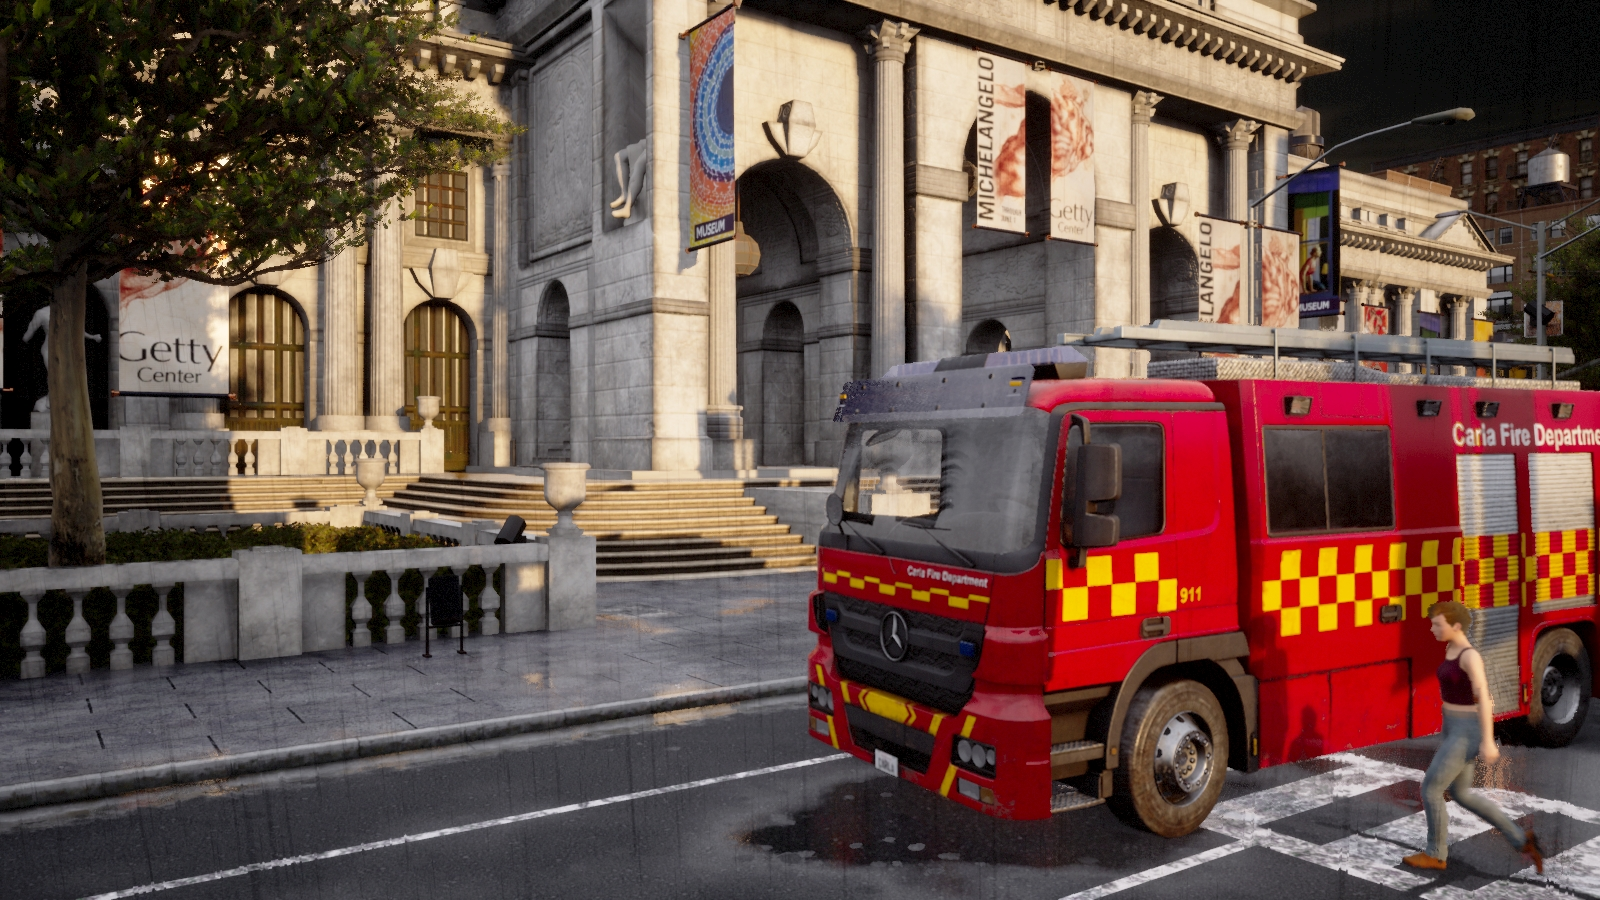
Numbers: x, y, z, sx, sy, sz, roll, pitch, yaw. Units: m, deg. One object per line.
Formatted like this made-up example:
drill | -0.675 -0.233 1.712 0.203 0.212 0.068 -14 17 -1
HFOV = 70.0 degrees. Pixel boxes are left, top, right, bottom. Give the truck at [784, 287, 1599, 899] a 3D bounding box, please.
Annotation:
truck | 4.277 0.883 10.357 8.468 3.827 2.891 0 0 -29

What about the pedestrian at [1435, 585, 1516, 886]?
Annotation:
pedestrian | 4.431 1.845 7.510 0.375 1.860 0.375 0 0 16
